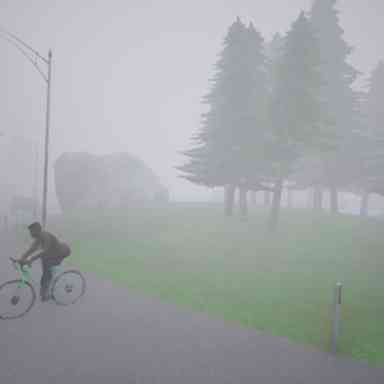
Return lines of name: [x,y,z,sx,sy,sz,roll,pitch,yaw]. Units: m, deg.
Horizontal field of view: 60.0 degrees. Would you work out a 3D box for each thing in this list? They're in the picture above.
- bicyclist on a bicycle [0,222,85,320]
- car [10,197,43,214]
bicyclist on a bicycle: [-2.670,1.361,5.989,0.582,1.620,1.656,1,1,43]
car: [-21.265,1.711,43.177,2.150,2.045,5.566,3,-3,1]
